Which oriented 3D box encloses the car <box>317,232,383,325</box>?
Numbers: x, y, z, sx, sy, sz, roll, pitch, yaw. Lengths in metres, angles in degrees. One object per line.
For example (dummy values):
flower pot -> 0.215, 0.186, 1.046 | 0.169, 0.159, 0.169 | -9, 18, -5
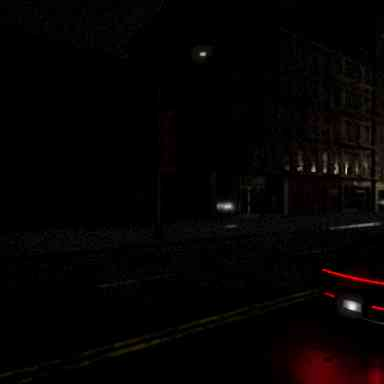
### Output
car -> 4.485, 1.554, 6.637 | 4.892, 1.490, 1.837 | 0, 0, -35
